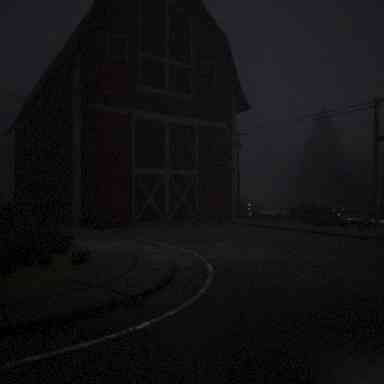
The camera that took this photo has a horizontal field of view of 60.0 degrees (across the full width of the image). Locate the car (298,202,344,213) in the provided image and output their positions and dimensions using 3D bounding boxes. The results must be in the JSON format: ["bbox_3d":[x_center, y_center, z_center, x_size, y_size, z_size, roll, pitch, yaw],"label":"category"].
[{"bbox_3d":[11.328,1.628,30.246,1.895,1.301,4.718,0,0,-34],"label":"car"}]

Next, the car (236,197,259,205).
[{"bbox_3d":[5.764,1.379,38.355,2.097,1.767,4.553,0,0,-34],"label":"car"}]
